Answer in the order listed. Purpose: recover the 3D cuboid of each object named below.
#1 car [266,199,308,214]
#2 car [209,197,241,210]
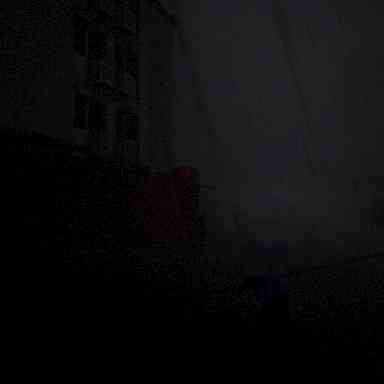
[{"bbox_3d":[9.955,1.517,35.304,1.812,1.442,4.674,0,0,-36],"label":"car"},{"bbox_3d":[4.226,1.469,43.303,1.882,1.535,5.008,0,0,-36],"label":"car"}]
